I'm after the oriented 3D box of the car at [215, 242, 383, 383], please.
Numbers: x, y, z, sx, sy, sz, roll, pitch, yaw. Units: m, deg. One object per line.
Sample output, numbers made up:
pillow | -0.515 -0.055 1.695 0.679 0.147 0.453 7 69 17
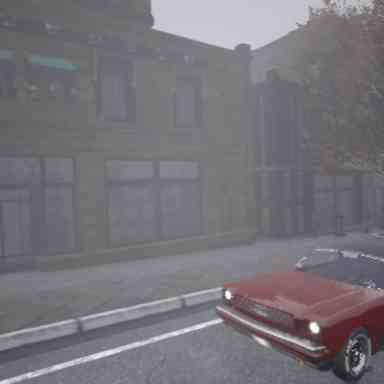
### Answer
car | 2.697 1.592 5.525 4.718 1.301 1.895 0 0 -35
